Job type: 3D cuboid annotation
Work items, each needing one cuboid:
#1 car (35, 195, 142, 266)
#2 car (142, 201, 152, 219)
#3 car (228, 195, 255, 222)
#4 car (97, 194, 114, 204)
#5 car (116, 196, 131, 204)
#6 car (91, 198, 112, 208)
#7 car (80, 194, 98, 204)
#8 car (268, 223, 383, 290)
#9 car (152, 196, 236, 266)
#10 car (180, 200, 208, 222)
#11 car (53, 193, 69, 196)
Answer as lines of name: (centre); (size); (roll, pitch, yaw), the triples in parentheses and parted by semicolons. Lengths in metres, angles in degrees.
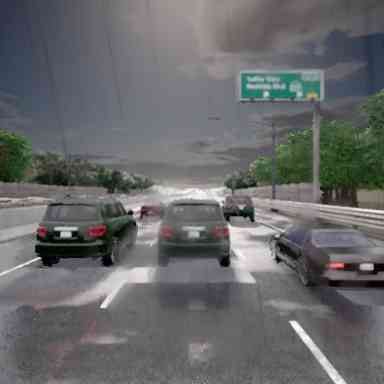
car: (-3.417, 1.241, 11.779); (2.150, 2.045, 5.566); (0, 0, 1)
car: (-3.327, 1.500, 29.401); (1.882, 1.535, 5.008); (0, 0, 1)
car: (3.648, 1.247, 26.941); (2.150, 2.045, 5.566); (0, 0, 1)
car: (-17.053, 1.382, 65.833); (2.097, 1.767, 4.553); (0, 0, 1)
car: (-13.556, 1.505, 65.757); (1.882, 1.535, 5.008); (0, 0, 1)
car: (-13.795, 1.626, 51.071); (1.895, 1.301, 4.718); (0, 0, 1)
car: (-20.542, 1.381, 66.269); (2.097, 1.767, 4.553); (0, 0, 1)
car: (3.557, 1.563, 9.235); (2.033, 1.411, 5.357); (0, 0, 1)
car: (0.083, 1.241, 11.780); (2.150, 2.045, 5.566); (0, 0, 1)
car: (0.158, 1.515, 27.913); (2.128, 1.511, 4.902); (0, 0, 1)
car: (-20.759, 1.244, 52.569); (2.150, 2.045, 5.566); (0, 0, 1)
